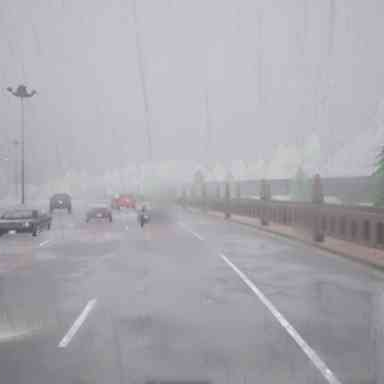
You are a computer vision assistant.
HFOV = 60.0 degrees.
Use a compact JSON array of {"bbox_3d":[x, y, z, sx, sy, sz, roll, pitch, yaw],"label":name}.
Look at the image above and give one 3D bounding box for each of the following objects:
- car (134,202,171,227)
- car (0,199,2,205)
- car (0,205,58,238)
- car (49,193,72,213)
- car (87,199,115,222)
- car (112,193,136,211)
[{"bbox_3d":[-2.682,1.527,22.496,1.895,1.301,4.718,0,0,-12],"label":"car"},{"bbox_3d":[-33.754,1.560,57.093,1.812,1.442,4.674,-1,0,-31],"label":"car"},{"bbox_3d":[-8.813,1.580,17.736,1.895,1.301,4.718,0,0,-11],"label":"car"},{"bbox_3d":[-14.422,1.172,36.492,2.150,2.045,5.566,0,0,-22],"label":"car"},{"bbox_3d":[-7.164,1.466,25.858,1.812,1.442,4.674,0,0,-15],"label":"car"},{"bbox_3d":[-8.253,1.111,39.812,2.150,2.045,5.566,0,0,-23],"label":"car"}]
